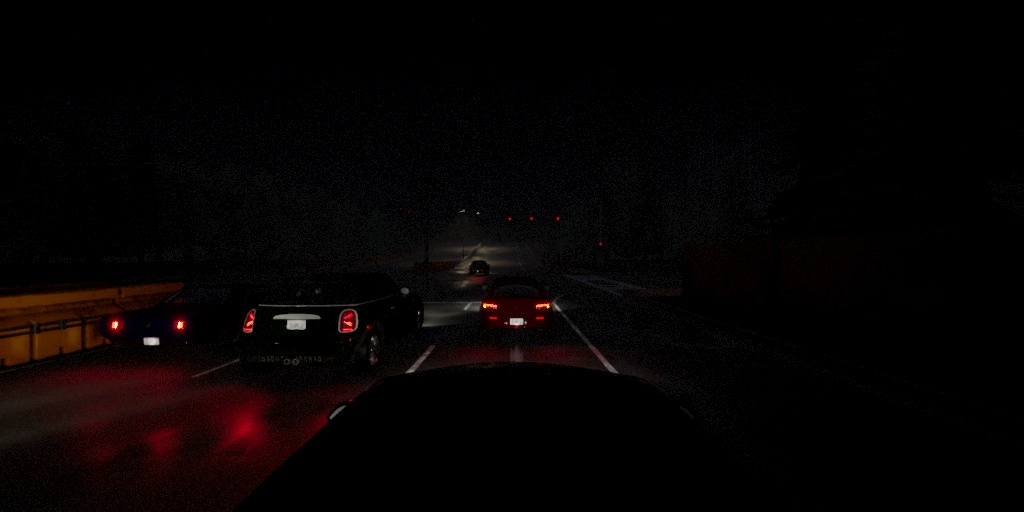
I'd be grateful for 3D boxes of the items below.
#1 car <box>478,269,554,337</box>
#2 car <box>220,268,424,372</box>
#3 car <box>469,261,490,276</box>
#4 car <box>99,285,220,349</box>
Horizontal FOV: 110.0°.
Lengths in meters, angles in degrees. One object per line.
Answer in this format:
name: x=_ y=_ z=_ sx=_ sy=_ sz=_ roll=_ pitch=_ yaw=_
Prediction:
car: x=0.100 y=1.273 z=10.164 sx=1.812 sy=1.442 sz=4.674 roll=0 pitch=0 yaw=0
car: x=-3.398 y=1.100 z=7.775 sx=2.097 sy=1.767 sz=4.553 roll=0 pitch=0 yaw=0
car: x=-3.398 y=1.242 z=37.881 sx=1.837 sy=1.490 sz=4.892 roll=0 pitch=0 yaw=0
car: x=-6.900 y=1.348 z=9.090 sx=1.895 sy=1.301 sz=4.718 roll=0 pitch=0 yaw=0
